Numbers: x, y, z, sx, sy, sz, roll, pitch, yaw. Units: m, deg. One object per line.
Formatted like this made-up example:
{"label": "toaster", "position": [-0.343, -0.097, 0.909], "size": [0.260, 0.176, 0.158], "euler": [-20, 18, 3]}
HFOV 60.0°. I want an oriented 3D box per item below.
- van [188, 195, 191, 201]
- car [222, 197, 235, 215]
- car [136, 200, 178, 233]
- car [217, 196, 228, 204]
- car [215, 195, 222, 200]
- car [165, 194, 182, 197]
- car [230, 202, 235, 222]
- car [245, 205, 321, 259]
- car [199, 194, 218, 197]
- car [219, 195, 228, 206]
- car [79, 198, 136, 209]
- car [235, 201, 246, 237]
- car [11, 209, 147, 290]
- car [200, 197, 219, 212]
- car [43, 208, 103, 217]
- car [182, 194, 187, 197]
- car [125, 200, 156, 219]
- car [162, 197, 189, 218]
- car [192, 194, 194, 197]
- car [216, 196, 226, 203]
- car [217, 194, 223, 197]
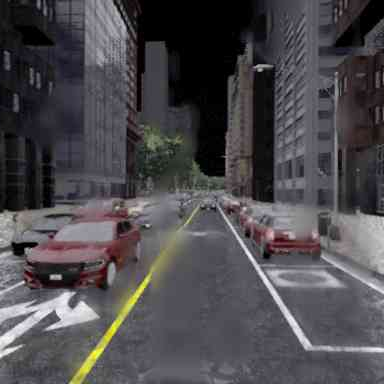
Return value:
{"label": "van", "position": [-1.907, 1.297, 78.055], "size": [1.690, 1.788, 3.998], "euler": [0, 0, 3]}
{"label": "car", "position": [4.429, 1.541, 34.267], "size": [1.887, 1.381, 4.507], "euler": [0, 0, 3]}
{"label": "car", "position": [-2.157, 1.479, 19.554], "size": [1.837, 1.490, 4.892], "euler": [0, 0, 3]}
{"label": "car", "position": [6.061, 1.540, 66.777], "size": [1.887, 1.381, 4.507], "euler": [0, 0, 3]}
{"label": "car", "position": [7.423, 1.567, 93.868], "size": [1.947, 1.339, 4.313], "euler": [0, 0, 3]}
{"label": "car", "position": [-3.268, 1.265, 50.959], "size": [2.192, 1.841, 5.009], "euler": [0, 0, 3]}
{"label": "car", "position": [3.885, 1.583, 23.431], "size": [1.802, 1.307, 4.206], "euler": [0, 0, 3]}
{"label": "car", "position": [3.341, 1.448, 12.595], "size": [1.967, 1.590, 4.097], "euler": [0, 0, 3]}
{"label": "car", "position": [2.434, 1.472, 49.500], "size": [2.128, 1.511, 4.902], "euler": [0, 0, 3]}
{"label": "car", "position": [4.982, 1.519, 45.273], "size": [1.752, 1.417, 4.829], "euler": [0, 0, 3]}
{"label": "car", "position": [-4.901, 1.276, 18.444], "size": [2.192, 1.841, 5.009], "euler": [0, 0, 3]}
{"label": "car", "position": [3.613, 1.444, 18.013], "size": [1.967, 1.590, 4.097], "euler": [0, 0, 3]}
{"label": "car", "position": [-2.686, 1.458, 9.251], "size": [1.882, 1.535, 5.008], "euler": [0, 0, 2]}
{"label": "car", "position": [1.920, 1.581, 39.325], "size": [1.895, 1.301, 4.718], "euler": [0, 0, 3]}
{"label": "car", "position": [-5.173, 1.531, 13.025], "size": [1.947, 1.339, 4.313], "euler": [0, 0, 3]}
{"label": "car", "position": [-2.724, 1.266, 61.798], "size": [2.192, 1.841, 5.009], "euler": [0, 0, 3]}
{"label": "car", "position": [-4.365, 1.481, 29.113], "size": [1.752, 1.417, 4.829], "euler": [0, 0, 3]}
{"label": "car", "position": [-1.632, 1.473, 29.874], "size": [1.837, 1.490, 4.892], "euler": [0, 0, 3]}
{"label": "car", "position": [-1.091, 1.540, 94.314], "size": [1.802, 1.307, 4.206], "euler": [0, 0, 3]}
{"label": "car", "position": [6.334, 1.548, 72.194], "size": [2.008, 1.369, 4.403], "euler": [0, 0, 3]}
{"label": "car", "position": [5.518, 1.433, 55.940], "size": [1.967, 1.590, 4.097], "euler": [0, 0, 3]}
